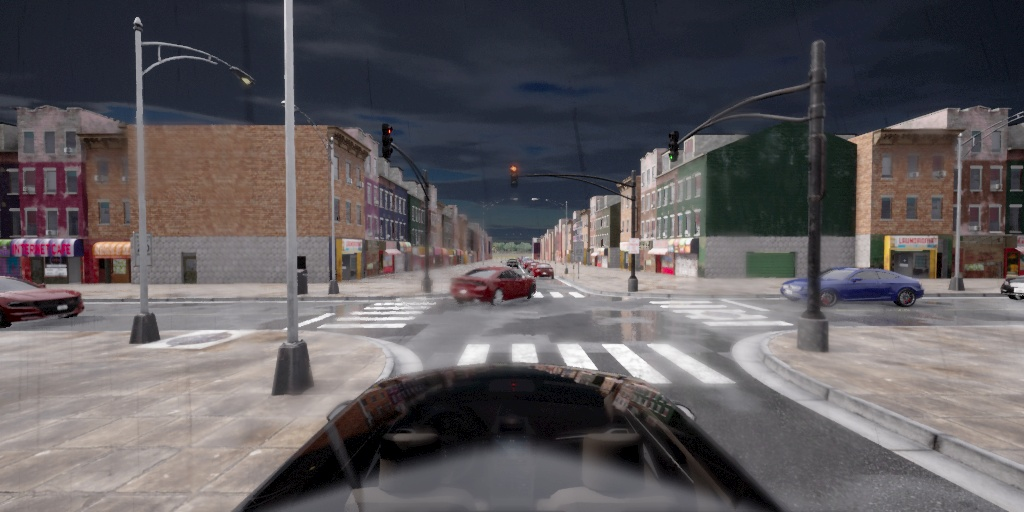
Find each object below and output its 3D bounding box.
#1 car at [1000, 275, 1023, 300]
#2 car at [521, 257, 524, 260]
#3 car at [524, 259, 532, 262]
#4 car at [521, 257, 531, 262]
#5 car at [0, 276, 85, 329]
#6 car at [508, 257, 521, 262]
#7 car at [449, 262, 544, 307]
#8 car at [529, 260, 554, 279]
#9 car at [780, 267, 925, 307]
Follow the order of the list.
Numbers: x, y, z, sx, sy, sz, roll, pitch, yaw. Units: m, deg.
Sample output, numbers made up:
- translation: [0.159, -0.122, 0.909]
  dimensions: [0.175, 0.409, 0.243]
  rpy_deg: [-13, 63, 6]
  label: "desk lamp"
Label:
- translation: [22.459, 1.087, 14.088]
  dimensions: [4.902, 1.511, 2.128]
  rpy_deg: [0, 1, 0]
  label: "car"
- translation: [2.748, 1.187, 59.343]
  dimensions: [1.967, 1.591, 4.097]
  rpy_deg: [0, 0, 0]
  label: "car"
- translation: [2.716, 1.329, 42.746]
  dimensions: [1.802, 1.307, 4.207]
  rpy_deg: [0, 0, 0]
  label: "car"
- translation: [2.737, 1.292, 53.811]
  dimensions: [1.888, 1.381, 4.507]
  rpy_deg: [0, 0, 0]
  label: "car"
- translation: [-16.578, 1.368, 11.226]
  dimensions: [5.008, 1.535, 1.882]
  rpy_deg: [-1, 1, 0]
  label: "car"
- translation: [0.106, 1.252, 56.428]
  dimensions: [1.837, 1.490, 4.892]
  rpy_deg: [0, 0, 0]
  label: "car"
- translation: [-0.646, 1.215, 15.691]
  dimensions: [1.882, 1.535, 5.008]
  rpy_deg: [2, 1, 29]
  label: "car"
- translation: [2.695, 1.292, 31.681]
  dimensions: [1.888, 1.381, 4.507]
  rpy_deg: [0, 0, 0]
  label: "car"
- translation: [13.298, 1.160, 14.130]
  dimensions: [4.674, 1.442, 1.812]
  rpy_deg: [0, 1, 1]
  label: "car"
